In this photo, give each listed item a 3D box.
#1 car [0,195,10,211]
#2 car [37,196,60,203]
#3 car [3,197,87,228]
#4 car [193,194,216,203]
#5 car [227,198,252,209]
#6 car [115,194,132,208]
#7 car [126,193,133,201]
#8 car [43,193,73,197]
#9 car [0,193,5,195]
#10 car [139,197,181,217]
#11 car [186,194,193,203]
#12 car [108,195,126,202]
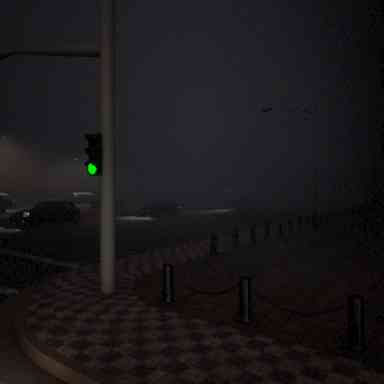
[{"bbox_3d":[-25.702,1.480,44.687,1.970,1.475,3.806,0,0,36],"label":"car"},{"bbox_3d":[-28.078,1.457,65.141,1.784,1.438,3.905,0,0,36],"label":"car"},{"bbox_3d":[-10.030,1.421,23.016,2.097,1.767,4.553,0,0,36],"label":"car"},{"bbox_3d":[2.712,1.230,64.157,1.932,1.855,4.605,0,0,36],"label":"car"},{"bbox_3d":[6.570,1.562,45.705,2.128,1.511,4.902,0,0,37],"label":"car"},{"bbox_3d":[-12.112,1.476,53.441,1.970,1.475,3.806,0,0,36],"label":"car"},{"bbox_3d":[-15.424,1.247,77.505,1.905,1.878,3.866,0,0,36],"label":"car"},{"bbox_3d":[-25.782,1.244,63.374,1.932,1.855,4.605,0,0,36],"label":"car"},{"bbox_3d":[-30.227,1.241,47.950,1.932,1.855,4.605,0,0,36],"label":"car"},{"bbox_3d":[-3.082,1.574,32.541,1.837,1.490,4.892,0,0,36],"label":"car"},{"bbox_3d":[0.412,1.235,65.915,1.905,1.878,3.866,0,0,36],"label":"car"},{"bbox_3d":[-17.750,1.488,79.228,1.970,1.475,3.806,0,0,36],"label":"car"}]
